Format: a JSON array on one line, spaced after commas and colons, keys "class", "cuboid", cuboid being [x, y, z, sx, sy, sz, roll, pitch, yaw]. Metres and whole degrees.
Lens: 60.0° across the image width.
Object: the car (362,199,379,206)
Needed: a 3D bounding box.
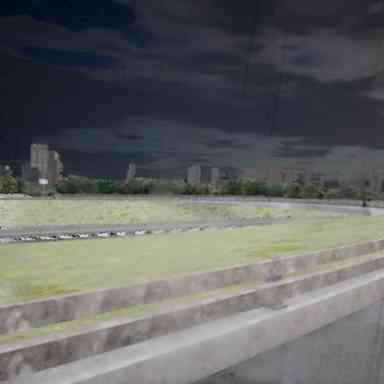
[{"class": "car", "cuboid": [42.763, 2.547, 79.962, 2.097, 1.767, 4.553, 0, -1, 0]}]
